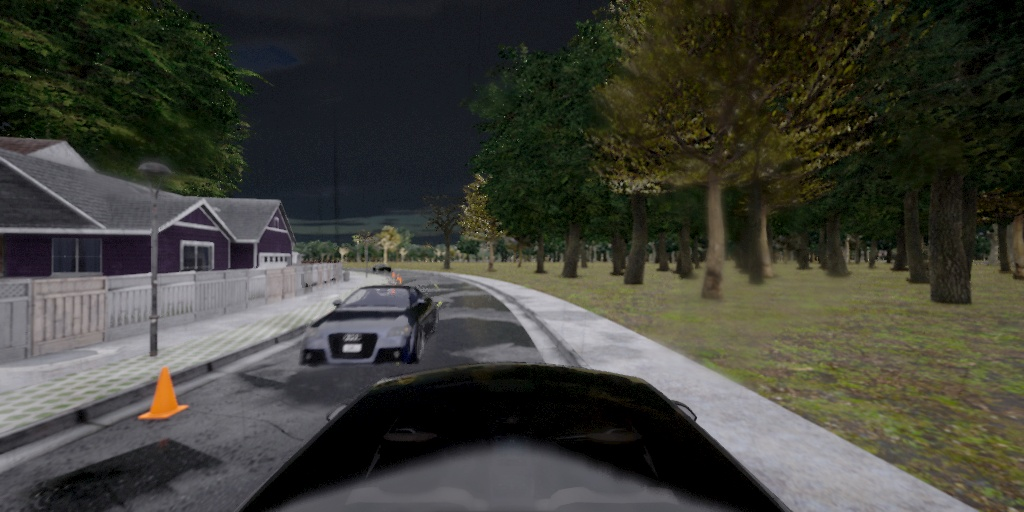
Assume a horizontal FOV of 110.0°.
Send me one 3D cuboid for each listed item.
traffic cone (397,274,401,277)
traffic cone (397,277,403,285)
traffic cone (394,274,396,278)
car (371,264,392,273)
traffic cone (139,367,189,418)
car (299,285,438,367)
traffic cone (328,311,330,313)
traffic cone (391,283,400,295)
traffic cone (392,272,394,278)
[{"bbox_3d":[-8.836,1.896,28.474,0.340,0.580,0.340,0,0,-18],"label":"traffic cone"},{"bbox_3d":[-7.444,1.861,23.814,0.340,0.580,0.340,0,0,-15],"label":"traffic cone"},{"bbox_3d":[-10.482,1.933,33.052,0.340,0.580,0.340,0,0,-21],"label":"traffic cone"},{"bbox_3d":[-18.557,1.743,50.849,1.895,1.301,4.718,0,-1,-34],"label":"car"},{"bbox_3d":[-4.478,1.727,4.623,0.340,0.580,0.340,0,0,-3],"label":"traffic cone"},{"bbox_3d":[-2.824,1.357,7.959,1.994,1.385,4.181,0,0,-5],"label":"car"},{"bbox_3d":[-4.823,1.760,9.475,0.340,0.580,0.340,0,0,-6],"label":"traffic cone"},{"bbox_3d":[-6.309,1.827,19.085,0.340,0.580,0.340,0,0,-12],"label":"traffic cone"},{"bbox_3d":[-12.375,1.971,37.531,0.340,0.580,0.340,0,0,-24],"label":"traffic cone"}]
